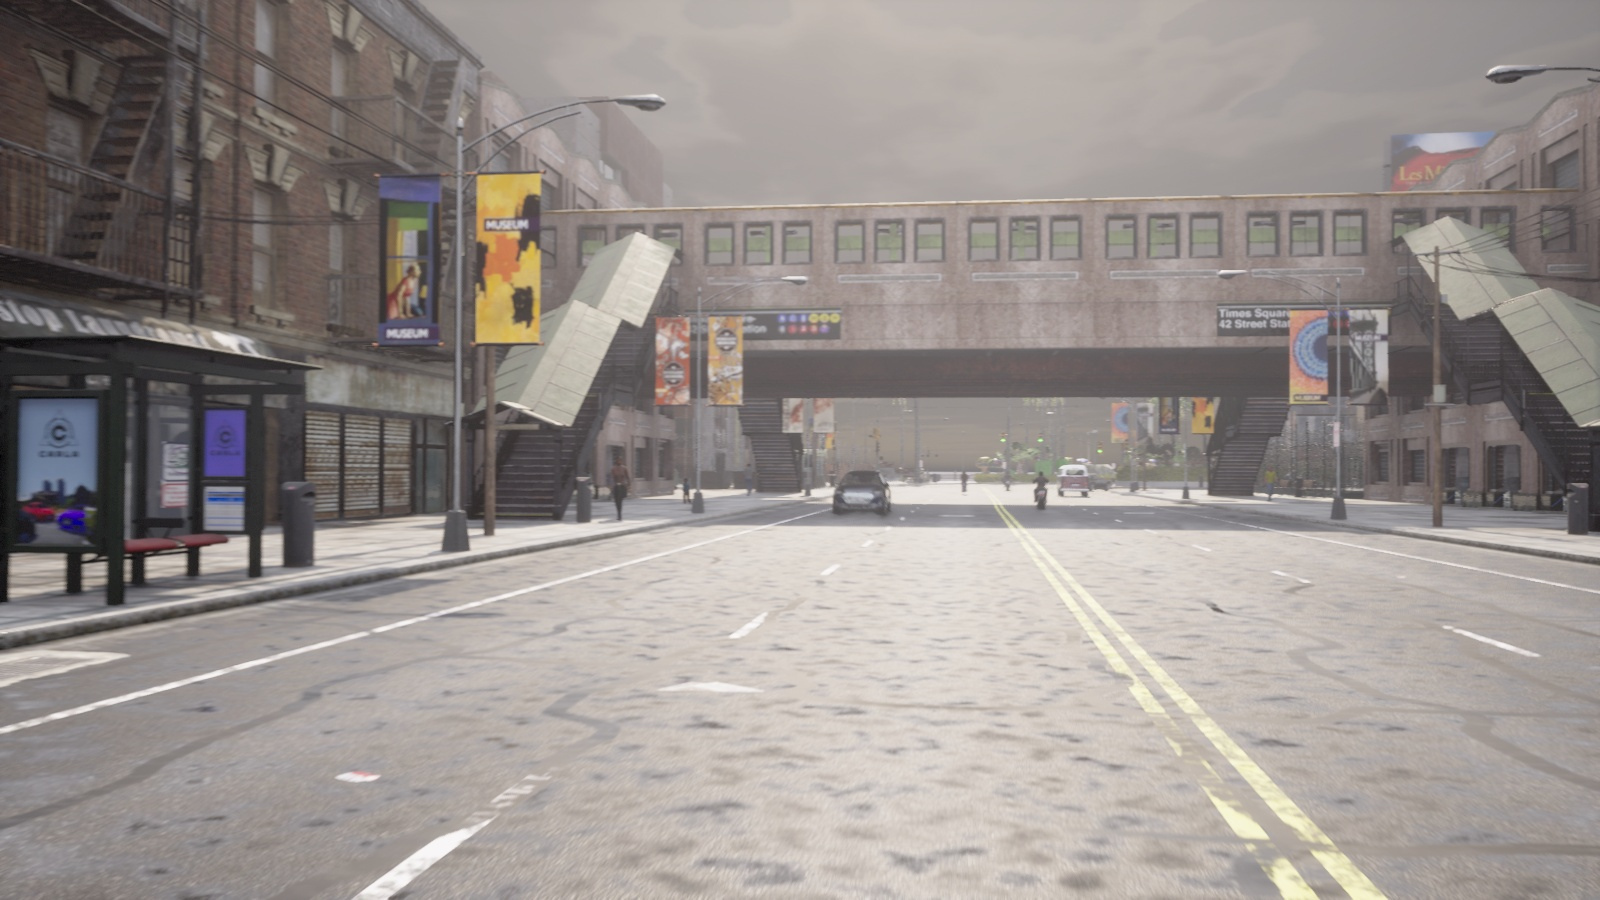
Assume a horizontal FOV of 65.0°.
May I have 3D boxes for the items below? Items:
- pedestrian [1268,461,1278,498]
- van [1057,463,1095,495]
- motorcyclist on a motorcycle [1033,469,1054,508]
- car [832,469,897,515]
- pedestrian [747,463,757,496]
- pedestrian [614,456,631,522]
[{"bbox_3d":[23.528,1.452,62.443,0.354,1.836,0.706,0,-1,10],"label":"pedestrian"},{"bbox_3d":[17.979,1.862,82.006,2.069,2.038,4.480,0,-1,8],"label":"van"},{"bbox_3d":[10.580,1.650,54.571,0.766,1.649,2.350,0,-1,8],"label":"motorcyclist on a motorcycle"},{"bbox_3d":[2.471,1.527,47.088,2.033,1.649,4.856,0,-1,8],"label":"car"},{"bbox_3d":[-2.674,1.647,69.726,0.354,1.836,0.706,0,-1,19],"label":"pedestrian"},{"bbox_3d":[-4.897,1.065,34.599,0.328,1.805,0.869,0,-1,1],"label":"pedestrian"}]
